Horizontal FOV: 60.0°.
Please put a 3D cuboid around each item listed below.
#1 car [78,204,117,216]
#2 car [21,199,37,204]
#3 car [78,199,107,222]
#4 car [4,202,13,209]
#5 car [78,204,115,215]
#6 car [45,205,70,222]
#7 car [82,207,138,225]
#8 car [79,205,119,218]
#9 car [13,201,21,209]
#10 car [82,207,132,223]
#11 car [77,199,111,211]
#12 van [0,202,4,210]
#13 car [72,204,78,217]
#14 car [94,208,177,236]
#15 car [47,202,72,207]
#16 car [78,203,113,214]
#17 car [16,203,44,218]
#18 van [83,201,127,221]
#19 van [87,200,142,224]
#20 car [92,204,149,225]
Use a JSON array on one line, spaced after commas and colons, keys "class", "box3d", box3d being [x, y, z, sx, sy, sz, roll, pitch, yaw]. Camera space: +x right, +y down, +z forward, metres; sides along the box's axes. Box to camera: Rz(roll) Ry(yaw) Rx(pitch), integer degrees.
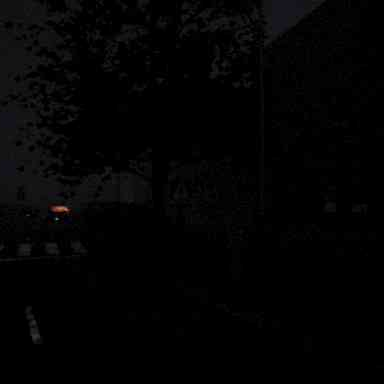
[{"class": "car", "box3d": [-12.498, 2.389, 43.814, 4.792, 1.488, 2.163, 1, -1, -19]}, {"class": "car", "box3d": [-38.505, 2.687, 76.868, 2.435, 2.045, 5.566, 1, -2, -10]}, {"class": "car", "box3d": [-6.567, 1.881, 28.695, 5.566, 2.045, 2.435, 1, -1, -23]}, {"class": "car", "box3d": [-34.850, 2.503, 60.686, 2.002, 1.452, 4.674, 1, -1, -14]}, {"class": "car", "box3d": [-13.339, 2.422, 46.410, 4.792, 1.488, 2.163, 1, -1, -18]}, {"class": "car", "box3d": [-13.448, 2.273, 33.153, 1.895, 1.301, 4.718, 1, -1, -21]}, {"class": "car", "box3d": [-7.676, 2.203, 31.182, 4.792, 1.488, 2.163, 1, -1, -22]}, {"class": "car", "box3d": [-11.546, 2.365, 41.254, 4.674, 1.452, 2.002, 1, -1, -20]}, {"class": "car", "box3d": [-36.174, 2.638, 66.067, 2.002, 1.452, 4.674, 1, -2, -13]}, {"class": "car", "box3d": [-8.633, 2.253, 33.616, 4.674, 1.452, 2.002, 1, -1, -21]}, {"class": "car", "box3d": [-17.498, 2.311, 59.556, 5.566, 2.045, 2.435, 1, -1, -15]}, {"class": "van", "box3d": [-33.411, 2.122, 55.207, 1.878, 1.987, 4.442, 1, -1, -15]}, {"class": "car", "box3d": [-10.774, 2.283, 38.630, 5.366, 1.575, 1.946, 1, -1, -20]}, {"class": "car", "box3d": [-3.377, 1.990, 21.076, 4.892, 1.521, 2.231, 1, -1, -23]}, {"class": "car", "box3d": [-17.139, 2.171, 43.187, 2.097, 1.767, 4.553, 1, -1, -19]}, {"class": "car", "box3d": [-14.242, 2.425, 48.989, 4.892, 1.521, 2.231, 1, -1, -18]}, {"class": "car", "box3d": [-19.032, 2.331, 39.212, 1.895, 1.301, 4.718, 1, -1, -19]}, {"class": "van", "box3d": [-9.513, 2.028, 36.190, 4.442, 1.987, 1.878, 1, -1, -21]}, {"class": "van", "box3d": [-5.625, 1.857, 26.113, 4.442, 1.987, 1.878, 1, -1, -23]}, {"class": "car", "box3d": [-4.415, 1.913, 23.630, 4.553, 1.767, 2.185, 1, -1, -23]}]
